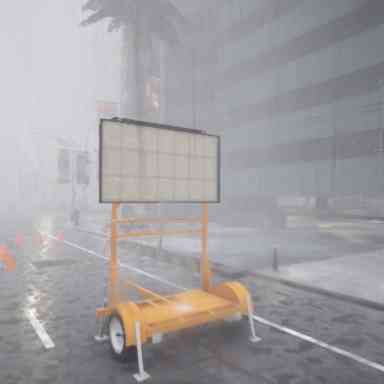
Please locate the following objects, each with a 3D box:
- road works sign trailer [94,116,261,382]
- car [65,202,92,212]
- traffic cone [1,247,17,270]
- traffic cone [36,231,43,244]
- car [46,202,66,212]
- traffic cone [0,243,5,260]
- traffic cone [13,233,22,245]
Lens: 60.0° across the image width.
[{"bbox_3d":[-0.594,0.600,5.936,2.380,3.560,2.880,1,-2,-35],"label":"road works sign trailer"},{"bbox_3d":[-19.837,2.784,59.478,1.994,1.385,4.181,0,-1,27],"label":"car"},{"bbox_3d":[-5.866,2.168,10.751,0.340,0.580,0.340,1,-2,-35],"label":"traffic cone"},{"bbox_3d":[-7.706,2.292,16.801,0.340,0.580,0.340,1,-2,-35],"label":"traffic cone"},{"bbox_3d":[-23.769,2.549,59.502,2.097,1.767,4.553,0,-1,25],"label":"car"},{"bbox_3d":[-7.023,2.198,12.382,0.340,0.580,0.340,1,-2,-35],"label":"traffic cone"},{"bbox_3d":[-8.522,2.275,16.223,0.340,0.580,0.340,1,-2,-35],"label":"traffic cone"}]
